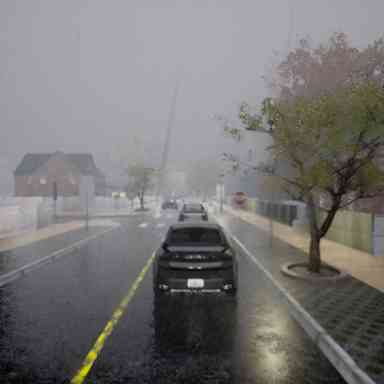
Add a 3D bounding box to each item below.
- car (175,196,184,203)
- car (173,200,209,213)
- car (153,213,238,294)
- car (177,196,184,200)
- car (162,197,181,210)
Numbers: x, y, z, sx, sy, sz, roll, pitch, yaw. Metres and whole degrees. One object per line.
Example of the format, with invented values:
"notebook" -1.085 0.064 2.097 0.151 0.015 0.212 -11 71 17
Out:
"car" -2.684 1.584 73.022 1.812 1.442 4.674 0 0 0
"car" 0.087 1.530 22.265 2.128 1.511 4.902 0 0 0
"car" 0.087 1.517 8.811 1.837 1.490 4.892 0 0 0
"car" -2.780 1.684 56.745 1.812 1.442 4.674 0 0 0
"car" -2.806 1.665 43.303 1.994 1.385 4.181 0 0 0
